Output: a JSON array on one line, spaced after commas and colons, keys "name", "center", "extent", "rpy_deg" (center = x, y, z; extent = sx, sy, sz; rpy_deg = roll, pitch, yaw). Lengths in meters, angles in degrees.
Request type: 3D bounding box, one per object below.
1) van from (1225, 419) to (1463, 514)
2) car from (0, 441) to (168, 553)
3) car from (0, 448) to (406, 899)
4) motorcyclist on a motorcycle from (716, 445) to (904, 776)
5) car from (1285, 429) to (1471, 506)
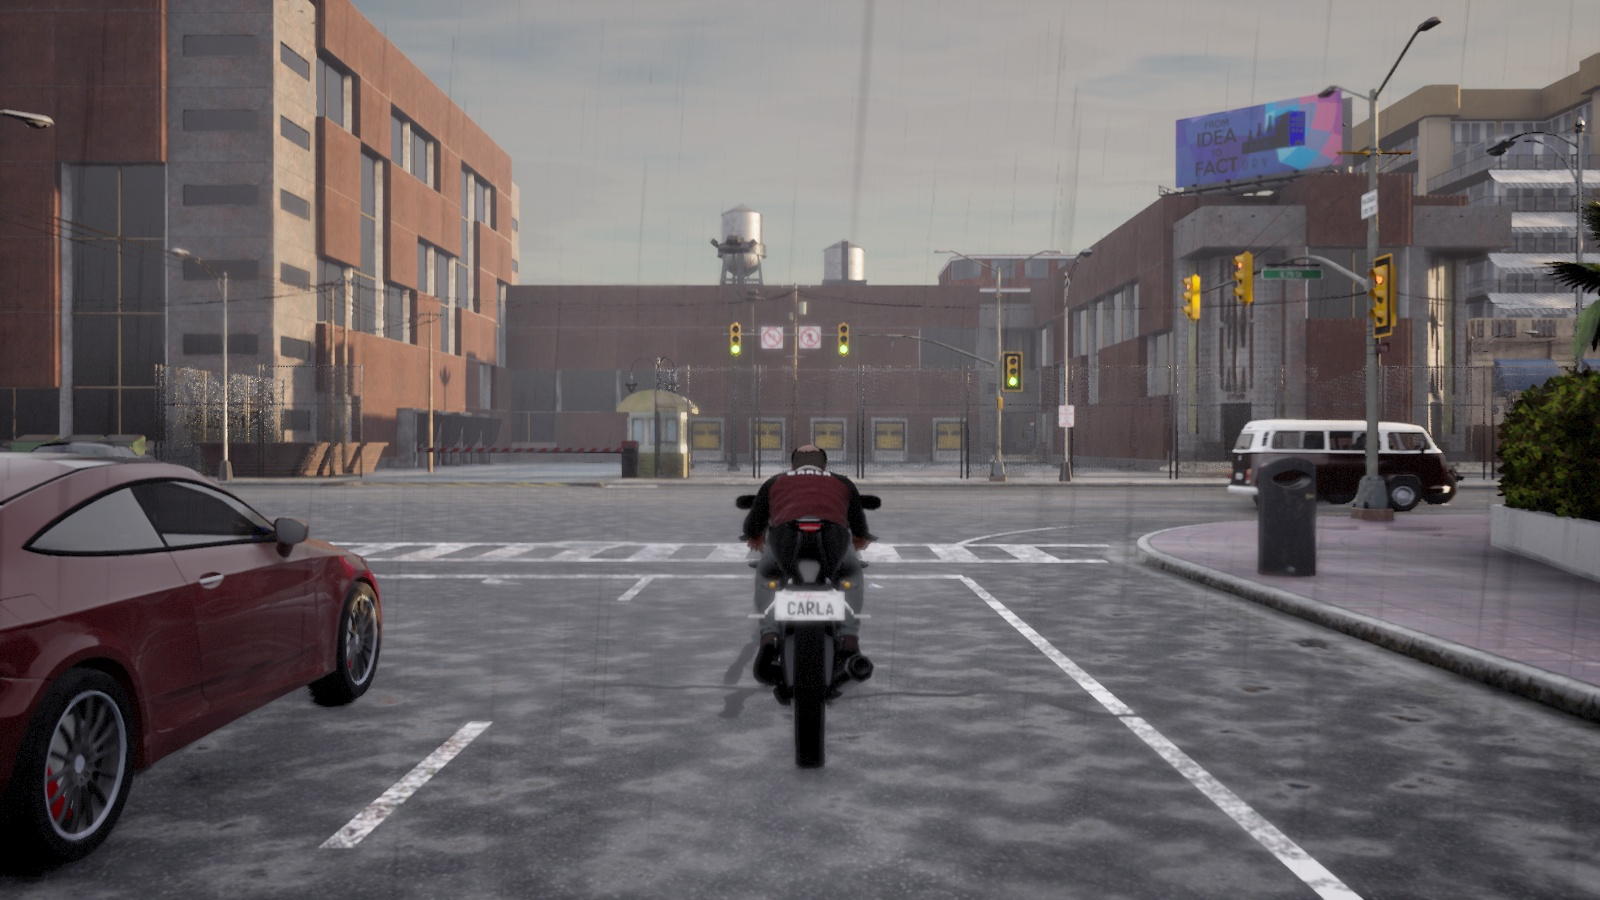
[{"name": "van", "center": [12.213, 0.351, 28.436], "extent": [4.480, 2.038, 2.069], "rpy_deg": [0, 0, 3]}, {"name": "car", "center": [-10.806, 0.620, 18.660], "extent": [1.845, 1.501, 3.633], "rpy_deg": [0, 0, -15]}, {"name": "car", "center": [-3.446, 0.729, 5.786], "extent": [1.812, 1.442, 4.674], "rpy_deg": [0, 0, 0]}, {"name": "motorcyclist on a motorcycle", "center": [0.048, 0.744, 6.918], "extent": [0.866, 1.530, 2.191], "rpy_deg": [0, 0, 0]}, {"name": "car", "center": [14.533, 0.412, 31.750], "extent": [3.866, 1.878, 1.905], "rpy_deg": [0, 0, 5]}]
